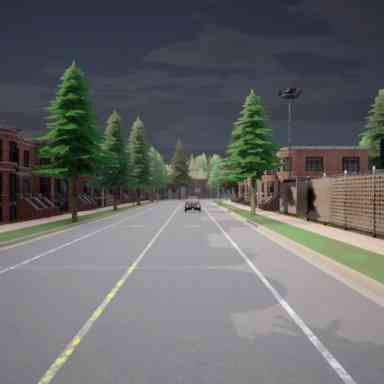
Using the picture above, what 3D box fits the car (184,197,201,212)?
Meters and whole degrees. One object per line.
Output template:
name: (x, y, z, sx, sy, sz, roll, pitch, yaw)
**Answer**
car: (0.086, 1.631, 39.296, 1.895, 1.301, 4.718, 0, 0, 0)
